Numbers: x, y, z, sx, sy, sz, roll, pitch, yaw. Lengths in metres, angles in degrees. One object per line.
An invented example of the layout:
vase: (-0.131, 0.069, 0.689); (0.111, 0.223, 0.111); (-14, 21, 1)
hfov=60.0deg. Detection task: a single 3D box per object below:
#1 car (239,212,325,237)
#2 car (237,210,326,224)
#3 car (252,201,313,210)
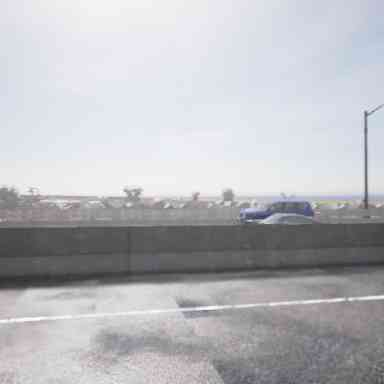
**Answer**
car: (5.452, 1.962, 20.400); (4.718, 1.301, 1.895); (0, -1, -11)
car: (4.522, 1.822, 16.647); (4.674, 1.442, 1.812); (0, -1, -11)
car: (6.112, 1.647, 24.106); (5.566, 2.045, 2.150); (0, -1, -11)
